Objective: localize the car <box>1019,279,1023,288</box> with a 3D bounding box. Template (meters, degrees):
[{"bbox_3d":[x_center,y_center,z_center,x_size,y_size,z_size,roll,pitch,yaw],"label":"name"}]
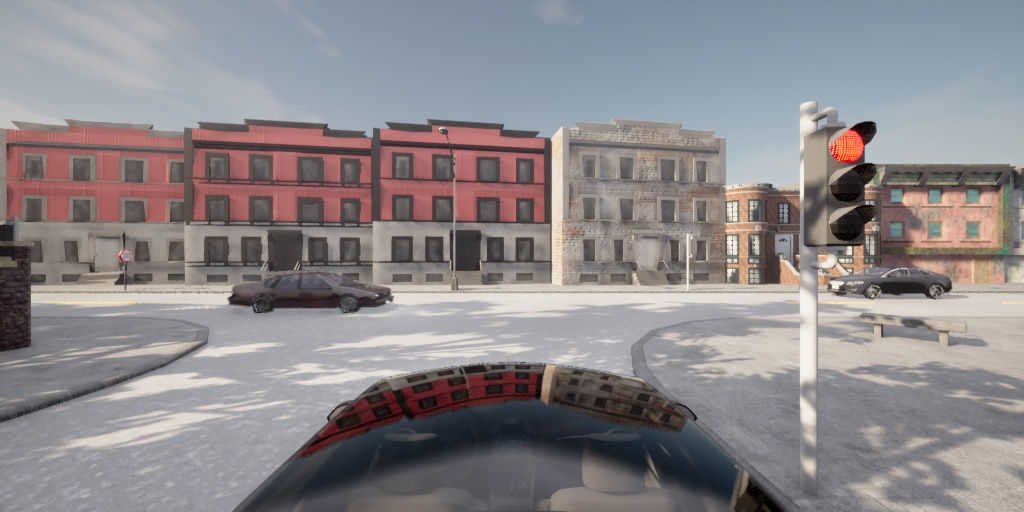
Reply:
[{"bbox_3d":[28.051,1.351,17.361,4.718,1.301,1.895,0,0,0],"label":"car"}]

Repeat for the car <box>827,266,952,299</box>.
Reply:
[{"bbox_3d":[18.123,1.242,17.366,4.902,1.511,2.128,0,0,0],"label":"car"}]

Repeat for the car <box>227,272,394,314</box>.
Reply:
[{"bbox_3d":[-7.229,1.297,13.149,5.357,1.411,2.033,0,0,0],"label":"car"}]
